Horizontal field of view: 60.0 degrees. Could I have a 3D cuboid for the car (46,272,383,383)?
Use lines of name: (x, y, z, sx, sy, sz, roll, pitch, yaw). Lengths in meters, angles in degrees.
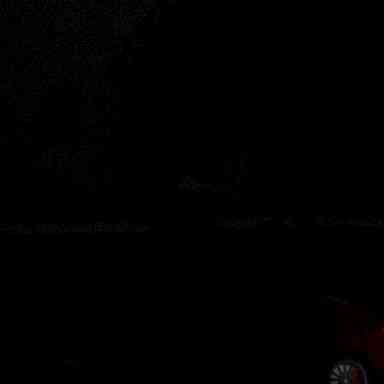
car: (0.417, 1.746, 4.248, 4.206, 1.307, 1.802, -1, -2, -7)
